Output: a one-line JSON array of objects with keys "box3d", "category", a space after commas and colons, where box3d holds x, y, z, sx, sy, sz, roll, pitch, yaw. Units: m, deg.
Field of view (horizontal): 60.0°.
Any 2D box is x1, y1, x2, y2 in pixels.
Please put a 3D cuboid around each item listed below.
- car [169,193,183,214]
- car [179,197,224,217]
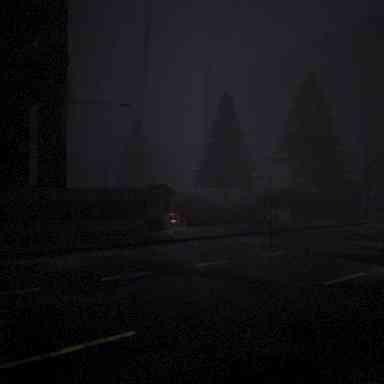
[{"box3d": [-0.871, 1.358, 36.003, 4.605, 1.855, 1.932, 1, 0, -35], "category": "car"}, {"box3d": [1.162, 1.520, 31.957, 3.988, 1.617, 1.851, 1, 0, -35], "category": "car"}]
